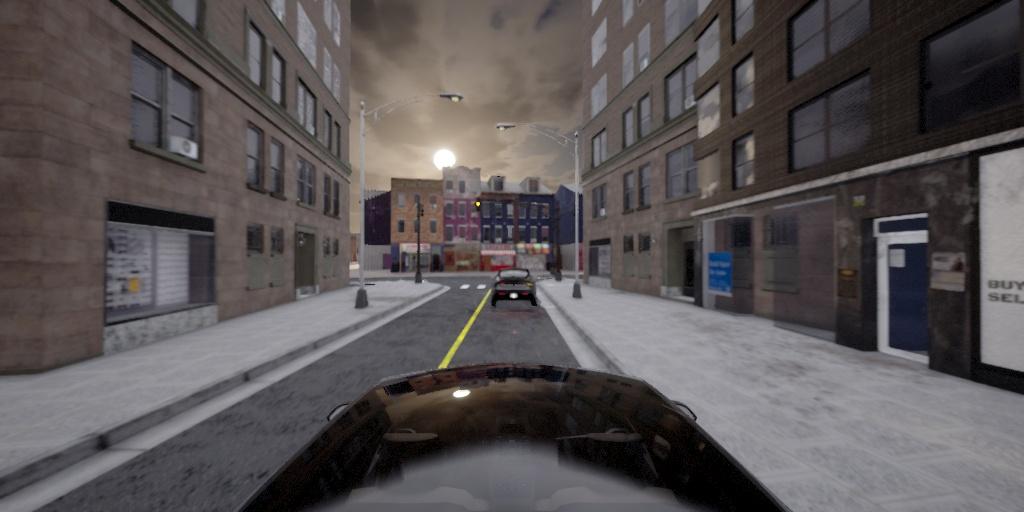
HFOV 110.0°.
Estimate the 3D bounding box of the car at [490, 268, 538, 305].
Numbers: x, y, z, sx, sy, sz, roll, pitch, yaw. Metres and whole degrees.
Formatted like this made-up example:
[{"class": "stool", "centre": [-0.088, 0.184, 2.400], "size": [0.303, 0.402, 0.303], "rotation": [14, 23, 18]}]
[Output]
[{"class": "car", "centre": [0.097, 1.261, 15.933], "size": [1.837, 1.490, 4.892], "rotation": [0, 0, 1]}]
